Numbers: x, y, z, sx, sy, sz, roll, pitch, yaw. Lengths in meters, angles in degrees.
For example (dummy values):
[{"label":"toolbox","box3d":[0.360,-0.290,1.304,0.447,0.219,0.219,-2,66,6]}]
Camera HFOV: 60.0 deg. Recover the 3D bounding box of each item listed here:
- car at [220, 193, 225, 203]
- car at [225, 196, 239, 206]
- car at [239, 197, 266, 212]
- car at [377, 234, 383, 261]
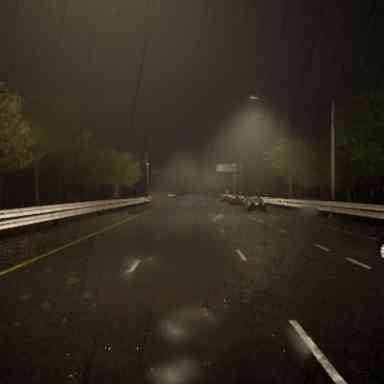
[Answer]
[{"label":"car","box3d":[7.288,1.574,72.860,1.812,1.442,4.674,0,0,0]},{"label":"car","box3d":[7.171,1.603,55.896,1.994,1.385,4.181,0,0,0]},{"label":"car","box3d":[7.081,1.373,38.566,2.097,1.767,4.553,0,0,0]},{"label":"car","box3d":[7.004,1.508,9.011,1.837,1.490,4.892,0,0,0]}]
